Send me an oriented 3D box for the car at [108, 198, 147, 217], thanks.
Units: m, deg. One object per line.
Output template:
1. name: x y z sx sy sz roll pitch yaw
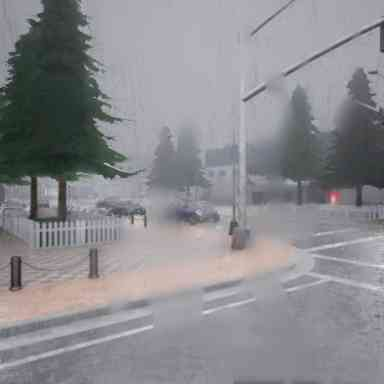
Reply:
1. car: -6.064 1.577 31.974 1.994 1.385 4.181 0 0 -37

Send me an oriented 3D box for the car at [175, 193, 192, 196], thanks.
1. car: -2.535 1.106 87.056 1.932 1.855 4.605 0 0 -37

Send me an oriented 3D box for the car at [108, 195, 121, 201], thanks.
1. car: -19.566 1.395 83.806 1.970 1.475 3.806 0 0 -37

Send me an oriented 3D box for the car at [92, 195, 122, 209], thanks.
1. car: -11.153 1.561 44.769 2.033 1.411 5.357 0 0 -37

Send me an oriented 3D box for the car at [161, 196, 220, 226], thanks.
1. car: -0.016 1.365 23.989 2.097 1.767 4.553 0 0 -37

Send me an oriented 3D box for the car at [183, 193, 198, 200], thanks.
1. car: -0.450 1.086 89.121 1.905 1.878 3.866 0 0 -37
